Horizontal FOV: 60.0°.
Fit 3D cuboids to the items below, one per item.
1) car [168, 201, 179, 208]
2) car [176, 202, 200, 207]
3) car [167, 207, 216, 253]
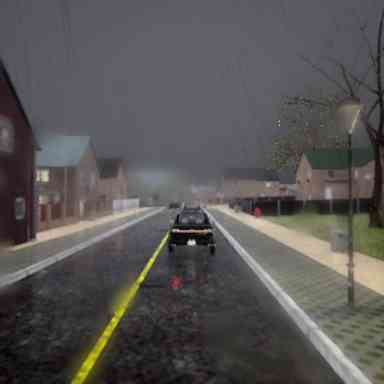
[{"bbox_3d":[-2.778,2.159,54.785,1.994,1.385,4.181,0,-1,0],"label":"car"},{"bbox_3d":[-0.008,1.794,29.296,2.128,1.511,4.902,0,-1,0],"label":"car"},{"bbox_3d":[-0.001,1.634,14.310,2.128,1.511,4.902,0,0,0],"label":"car"}]
